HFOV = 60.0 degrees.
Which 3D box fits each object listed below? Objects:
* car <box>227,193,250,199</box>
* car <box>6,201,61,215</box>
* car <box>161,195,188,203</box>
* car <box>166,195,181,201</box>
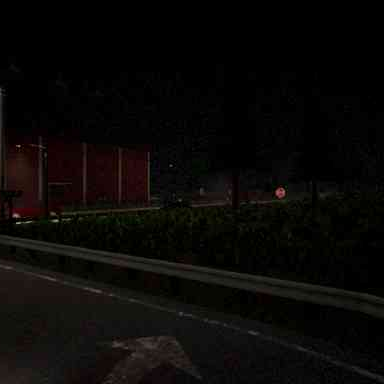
[{"bbox_3d":[7.978,1.161,56.565,2.150,2.045,5.566,0,0,36],"label":"car"},{"bbox_3d":[-13.448,1.505,27.644,1.882,1.535,5.008,0,0,36],"label":"car"},{"bbox_3d":[-2.220,1.518,42.878,2.128,1.511,4.902,0,0,36],"label":"car"},{"bbox_3d":[-4.718,1.532,85.619,1.816,1.474,4.193,0,0,36],"label":"car"}]
